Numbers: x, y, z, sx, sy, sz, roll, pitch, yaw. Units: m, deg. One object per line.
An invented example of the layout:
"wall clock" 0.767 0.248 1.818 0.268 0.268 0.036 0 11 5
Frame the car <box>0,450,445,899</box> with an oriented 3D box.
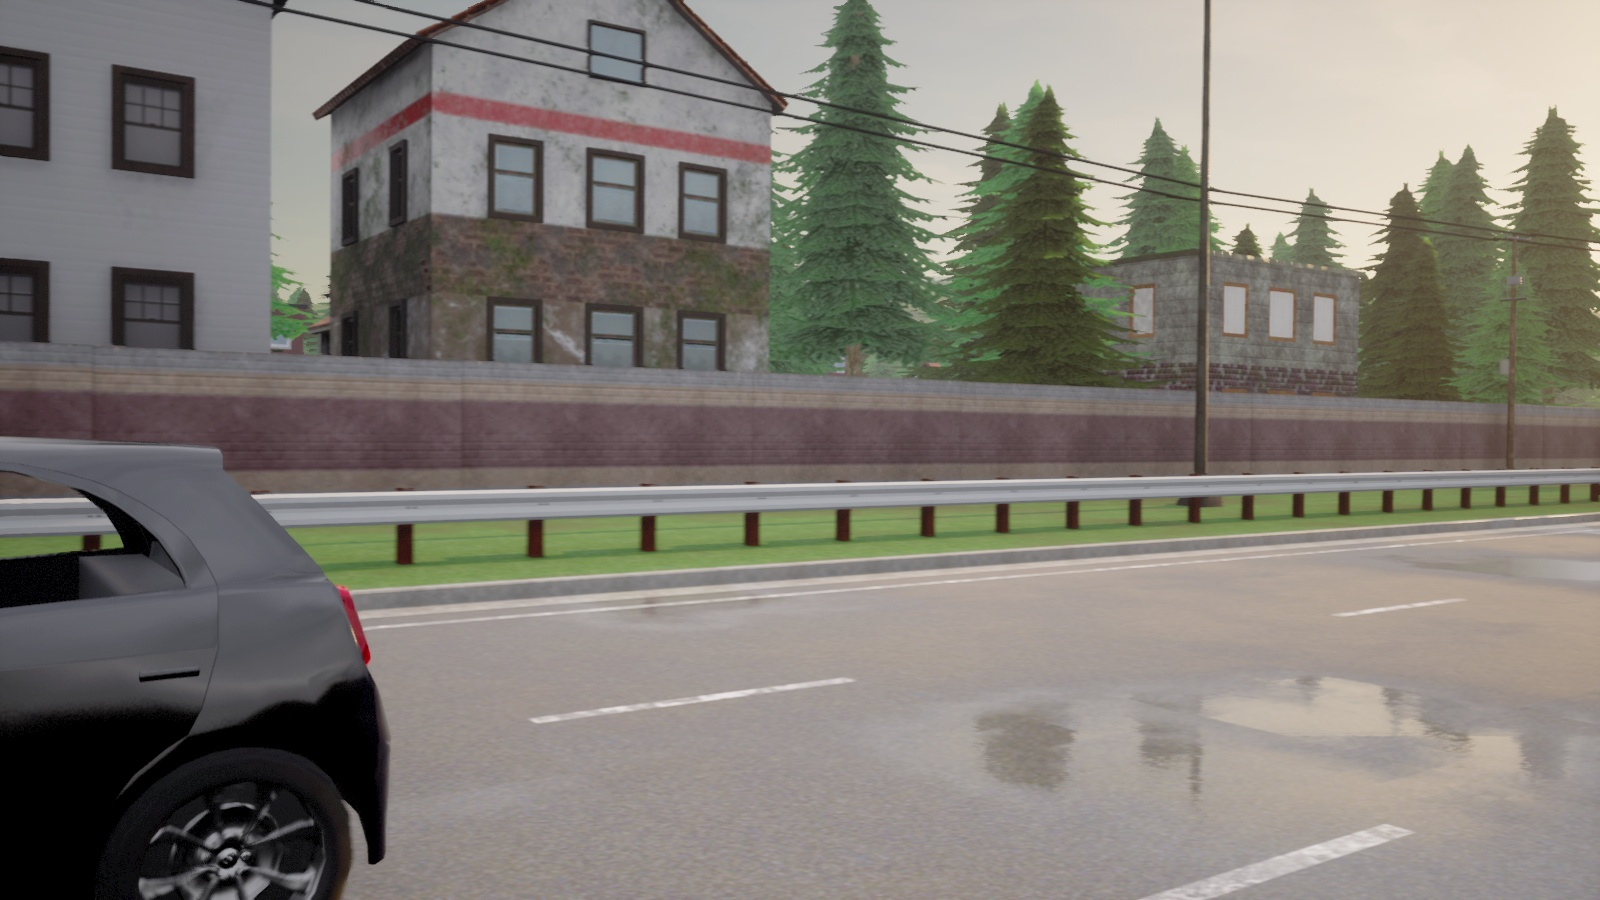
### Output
"car" -3.032 0.791 3.274 3.633 1.501 1.845 -1 1 -35
